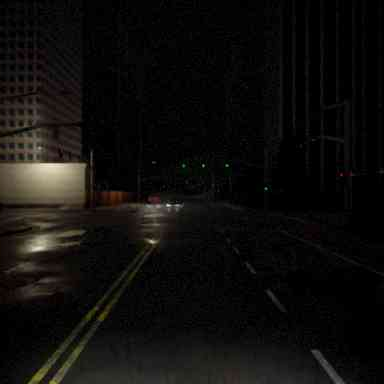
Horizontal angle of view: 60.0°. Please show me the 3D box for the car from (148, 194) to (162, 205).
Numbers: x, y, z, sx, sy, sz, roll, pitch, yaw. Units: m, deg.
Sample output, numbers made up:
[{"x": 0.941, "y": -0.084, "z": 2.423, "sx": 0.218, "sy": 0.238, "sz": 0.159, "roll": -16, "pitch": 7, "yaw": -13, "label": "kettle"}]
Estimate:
[{"x": -7.036, "y": 1.400, "z": 63.218, "sx": 2.150, "sy": 2.045, "sz": 5.566, "roll": 0, "pitch": 0, "yaw": 1, "label": "car"}]

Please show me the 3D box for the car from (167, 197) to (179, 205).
[{"x": -3.539, "y": 1.683, "z": 63.257, "sx": 1.837, "sy": 1.490, "sz": 4.892, "roll": 0, "pitch": 0, "yaw": 1, "label": "car"}]
